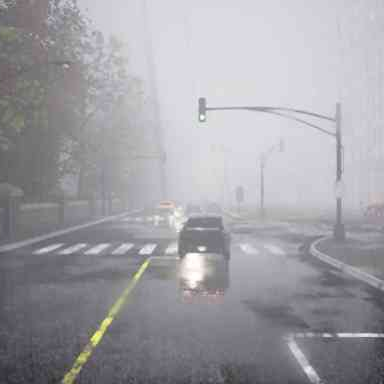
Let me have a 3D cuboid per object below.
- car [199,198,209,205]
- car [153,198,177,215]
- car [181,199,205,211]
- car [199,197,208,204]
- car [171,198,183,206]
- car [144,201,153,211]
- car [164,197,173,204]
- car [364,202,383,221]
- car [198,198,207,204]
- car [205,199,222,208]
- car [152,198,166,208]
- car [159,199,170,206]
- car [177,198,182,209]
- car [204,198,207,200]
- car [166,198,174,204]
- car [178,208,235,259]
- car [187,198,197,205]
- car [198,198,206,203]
[{"bbox_3d":[2.691,2.073,74.617,1.967,1.590,4.097,0,-1,0],"label":"car"},{"bbox_3d":[-3.092,1.796,38.992,1.882,1.535,5.008,0,0,0],"label":"car"},{"bbox_3d":[0.099,1.866,39.023,2.033,1.411,5.357,0,-1,0],"label":"car"},{"bbox_3d":[2.691,2.125,80.249,1.967,1.590,4.097,0,-1,0],"label":"car"},{"bbox_3d":[-3.002,2.076,67.987,2.128,1.511,4.902,0,0,0],"label":"car"},{"bbox_3d":[-5.690,1.964,46.455,1.802,1.307,4.206,0,0,0],"label":"car"},{"bbox_3d":[-5.689,2.125,80.249,1.967,1.590,4.097,0,-1,0],"label":"car"},{"bbox_3d":[15.495,1.132,24.046,5.566,2.045,2.150,-1,-1,0],"label":"car"},{"bbox_3d":[2.690,2.289,85.880,2.008,1.369,4.403,0,-1,0],"label":"car"},{"bbox_3d":[2.691,1.900,40.823,1.947,1.339,4.313,0,0,0],"label":"car"},{"bbox_3d":[-5.689,1.920,57.721,1.967,1.590,4.097,0,-1,0],"label":"car"},{"bbox_3d":[-5.689,2.105,68.815,1.752,1.417,4.829,0,-1,0],"label":"car"},{"bbox_3d":[-3.066,1.930,53.060,2.128,1.511,4.902,0,-1,0],"label":"car"},{"bbox_3d":[2.691,1.948,46.455,1.947,1.339,4.313,0,0,0],"label":"car"},{"bbox_3d":[-5.690,2.283,85.880,1.887,1.381,4.507,0,-1,0],"label":"car"},{"bbox_3d":[0.642,1.611,13.240,1.837,1.490,4.892,0,0,8],"label":"car"},{"bbox_3d":[-0.002,2.162,73.525,2.033,1.411,5.357,0,-1,0],"label":"car"},{"bbox_3d":[2.690,2.342,91.512,2.008,1.369,4.403,0,-1,0],"label":"car"}]
